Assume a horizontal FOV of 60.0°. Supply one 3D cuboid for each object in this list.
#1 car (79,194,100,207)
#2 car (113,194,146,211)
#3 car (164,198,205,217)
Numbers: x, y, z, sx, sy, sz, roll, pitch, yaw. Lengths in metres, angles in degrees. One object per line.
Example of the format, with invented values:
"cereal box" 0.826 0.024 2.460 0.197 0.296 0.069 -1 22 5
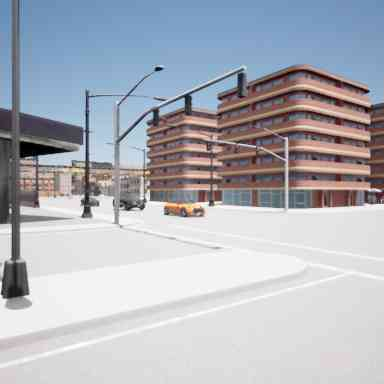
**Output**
"car" -15.857 1.512 51.662 1.837 1.490 4.892 0 0 -36
"car" -7.783 1.227 40.740 2.150 2.045 5.566 0 0 -37
"car" -0.752 1.359 31.230 2.097 1.767 4.553 0 0 -36
